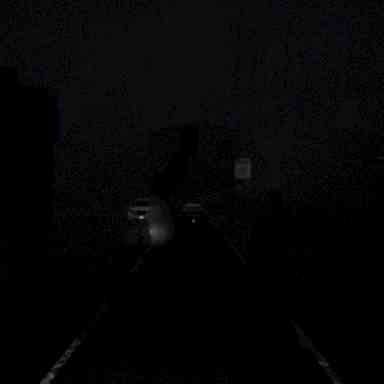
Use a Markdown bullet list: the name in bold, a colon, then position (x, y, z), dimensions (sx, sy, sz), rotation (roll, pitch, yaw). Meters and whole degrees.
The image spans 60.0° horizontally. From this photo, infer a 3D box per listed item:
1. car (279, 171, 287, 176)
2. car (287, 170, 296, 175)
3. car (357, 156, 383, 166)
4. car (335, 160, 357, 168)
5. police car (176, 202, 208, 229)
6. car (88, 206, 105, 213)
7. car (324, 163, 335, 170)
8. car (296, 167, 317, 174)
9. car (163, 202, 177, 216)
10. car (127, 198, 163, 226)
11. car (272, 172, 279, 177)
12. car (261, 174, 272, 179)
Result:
- **car**: position (21.286, -3.909, 72.661), dimensions (2.185, 1.767, 4.553), rotation (0, 0, -1)
- **car**: position (21.407, -3.717, 66.987), dimensions (2.002, 1.452, 4.674), rotation (0, 0, -1)
- **car**: position (22.113, -3.542, 39.495), dimensions (2.002, 1.452, 4.674), rotation (0, 1, -2)
- **car**: position (21.883, -3.639, 45.038), dimensions (2.231, 1.521, 4.892), rotation (0, 0, -1)
- **police car**: position (0.074, 1.659, 23.721), dimensions (1.930, 1.638, 5.238), rotation (0, -1, -1)
- **car**: position (-18.470, 3.344, 64.244), dimensions (1.812, 1.442, 4.674), rotation (0, -3, -40)
- **car**: position (21.757, -3.679, 50.556), dimensions (2.231, 1.521, 4.892), rotation (0, 0, -1)
- **car**: position (21.524, -3.858, 61.494), dimensions (2.185, 1.767, 4.553), rotation (0, 0, -1)
- **car**: position (-2.408, 2.001, 41.730), dimensions (2.097, 1.767, 4.553), rotation (0, -2, -15)
- **car**: position (-3.745, 1.508, 26.606), dimensions (2.150, 2.045, 5.566), rotation (0, -1, -3)
- **car**: position (21.169, -3.930, 78.181), dimensions (2.185, 1.767, 4.553), rotation (0, 0, -1)
- **car**: position (20.934, -3.834, 89.195), dimensions (2.231, 1.521, 4.892), rotation (0, 0, -1)
